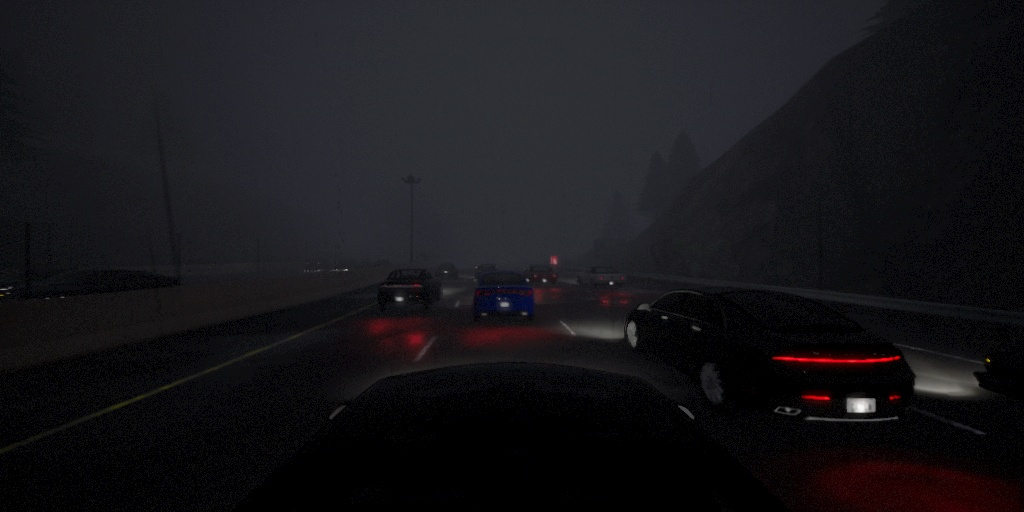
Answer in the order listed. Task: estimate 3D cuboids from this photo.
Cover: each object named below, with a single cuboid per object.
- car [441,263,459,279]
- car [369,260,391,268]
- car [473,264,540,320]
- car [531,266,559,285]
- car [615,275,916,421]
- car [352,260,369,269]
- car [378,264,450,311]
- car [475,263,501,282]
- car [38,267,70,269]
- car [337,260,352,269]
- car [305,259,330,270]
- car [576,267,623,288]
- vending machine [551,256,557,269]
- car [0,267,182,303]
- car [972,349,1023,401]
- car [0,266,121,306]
[{"bbox_3d":[-5.906,1.337,32.750,1.994,1.385,4.181,0,0,-7],"label":"car"},{"bbox_3d":[-19.026,1.314,52.656,1.837,1.490,4.892,0,0,-6],"label":"car"},{"bbox_3d":[-0.359,1.232,12.657,1.882,1.535,5.008,0,0,-4],"label":"car"},{"bbox_3d":[1.931,1.354,26.019,1.895,1.301,4.718,0,0,-6],"label":"car"},{"bbox_3d":[3.444,1.249,6.012,1.837,1.490,4.892,0,0,-1],"label":"car"},{"bbox_3d":[-22.937,1.345,56.021,1.812,1.442,4.674,0,0,-6],"label":"car"},{"bbox_3d":[-4.000,1.255,14.633,2.128,1.511,4.902,0,0,-4],"label":"car"},{"bbox_3d":[-2.101,1.328,30.348,1.994,1.385,4.181,0,0,-7],"label":"car"},{"bbox_3d":[-18.296,1.300,15.598,1.837,1.490,4.892,0,0,-5],"label":"car"},{"bbox_3d":[-26.698,1.332,58.155,1.837,1.490,4.892,0,0,-6],"label":"car"},{"bbox_3d":[-29.884,1.187,55.227,2.097,1.767,4.553,0,0,-6],"label":"car"},{"bbox_3d":[5.715,1.345,23.659,1.895,1.301,4.718,0,0,-6],"label":"car"},{"bbox_3d":[6.707,0.949,57.014,1.100,2.100,0.880,0,0,-7],"label":"vending machine"},{"bbox_3d":[-14.585,1.278,12.896,2.128,1.511,4.902,0,0,-4],"label":"car"},{"bbox_3d":[7.043,1.282,2.199,2.033,1.411,5.357,0,0,0],"label":"car"},{"bbox_3d":[-21.925,1.309,16.936,1.837,1.490,4.892,0,0,-5],"label":"car"}]
